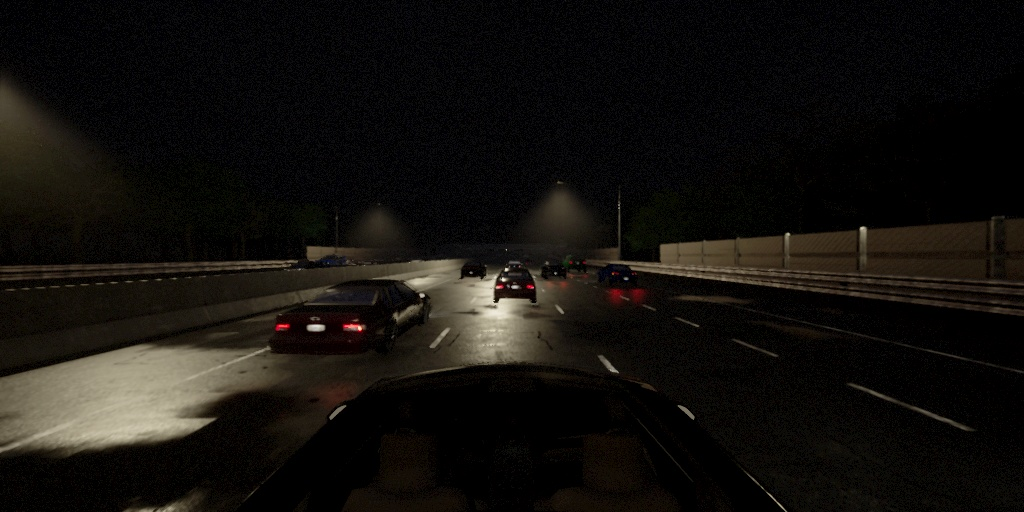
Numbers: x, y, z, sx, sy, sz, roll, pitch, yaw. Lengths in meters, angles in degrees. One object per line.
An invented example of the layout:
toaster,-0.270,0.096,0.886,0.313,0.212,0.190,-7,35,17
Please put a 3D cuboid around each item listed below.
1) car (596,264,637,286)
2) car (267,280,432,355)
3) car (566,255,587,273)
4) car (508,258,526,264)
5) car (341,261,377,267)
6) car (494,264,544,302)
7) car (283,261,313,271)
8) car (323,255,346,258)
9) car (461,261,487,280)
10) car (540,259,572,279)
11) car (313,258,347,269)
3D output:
car,7.175,1.253,24.771,1.812,1.442,4.674,0,0,1
car,-3.391,1.289,8.721,2.033,1.411,5.357,0,0,0
car,7.283,0.924,42.103,2.150,2.045,5.566,0,0,1
car,0.295,1.250,42.788,2.033,1.411,5.357,0,0,0
car,-13.975,1.317,34.147,1.895,1.301,4.718,0,0,0
car,0.130,1.282,16.692,2.033,1.411,5.357,0,0,0
car,-20.957,1.239,36.162,1.812,1.442,4.674,0,0,1
car,-24.339,0.915,48.476,2.150,2.045,5.566,0,0,1
car,-3.296,1.197,31.413,1.882,1.535,5.008,0,0,0
car,3.604,1.211,31.684,2.128,1.511,4.902,0,0,0
car,-17.456,1.204,36.288,2.128,1.511,4.902,0,0,0
